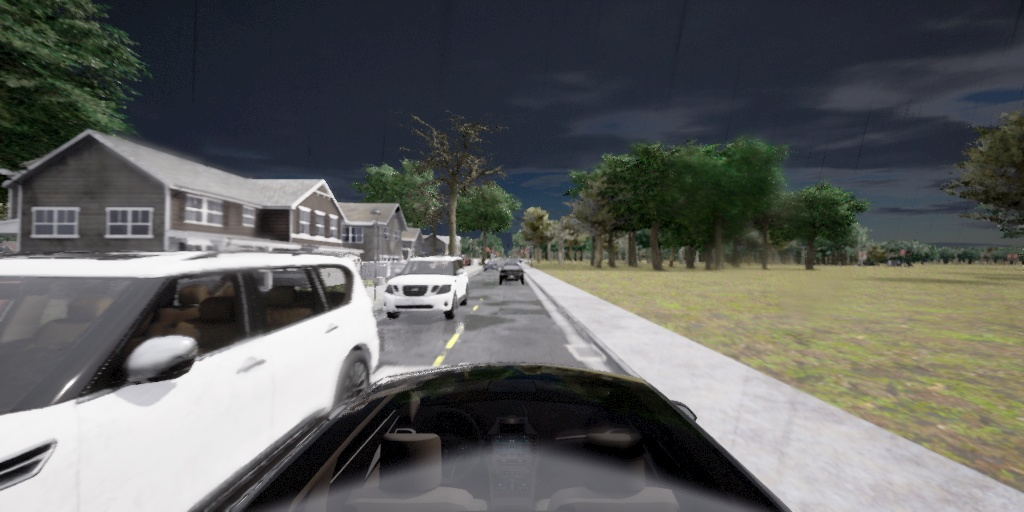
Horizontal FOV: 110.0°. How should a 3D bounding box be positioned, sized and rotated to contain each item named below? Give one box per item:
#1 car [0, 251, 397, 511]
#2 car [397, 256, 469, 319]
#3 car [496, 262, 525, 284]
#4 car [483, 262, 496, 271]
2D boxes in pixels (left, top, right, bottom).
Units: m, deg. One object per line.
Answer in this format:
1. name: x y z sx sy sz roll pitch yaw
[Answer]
1. car: -2.849 0.969 2.611 2.150 2.045 5.566 0 0 0
2. car: -2.895 1.015 13.308 2.150 2.045 5.566 0 0 0
3. car: -0.019 1.338 27.847 1.882 1.535 5.008 0 -1 0
4. car: -3.046 1.500 51.770 1.994 1.385 4.181 0 0 0
